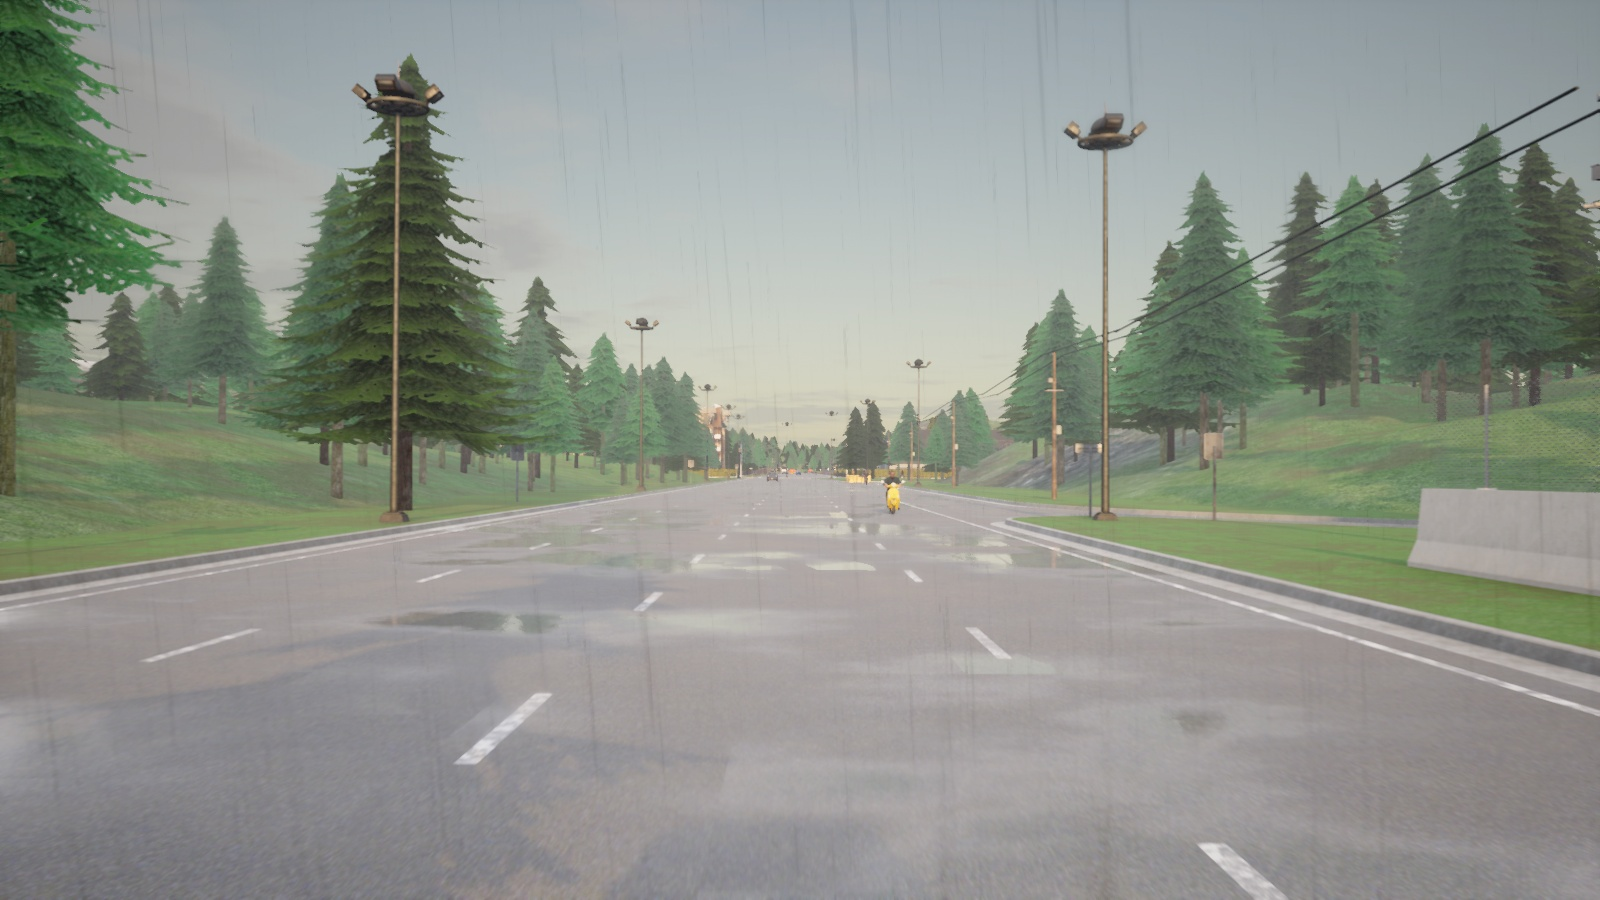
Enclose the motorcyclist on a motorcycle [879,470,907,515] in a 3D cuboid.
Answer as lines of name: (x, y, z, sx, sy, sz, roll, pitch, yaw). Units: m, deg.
motorcyclist on a motorcycle: (3.389, 1.520, 45.728, 0.866, 1.590, 1.817, 0, -1, 0)
